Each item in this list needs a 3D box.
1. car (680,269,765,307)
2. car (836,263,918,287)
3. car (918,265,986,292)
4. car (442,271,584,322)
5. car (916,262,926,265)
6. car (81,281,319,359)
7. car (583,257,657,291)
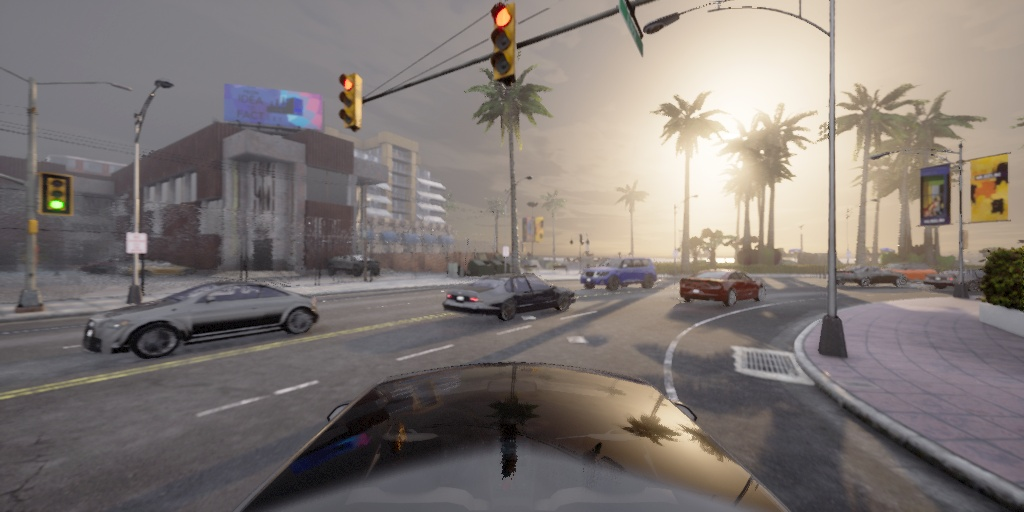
[{"bbox_3d":[9.643,1.331,16.304,5.008,1.535,1.882,0,-1,-36],"label":"car"},{"bbox_3d":[26.005,1.457,26.131,4.902,1.511,2.128,0,0,-7],"label":"car"},{"bbox_3d":[29.869,1.517,23.102,5.357,1.411,2.033,0,0,-2],"label":"car"},{"bbox_3d":[0.148,1.344,12.705,2.033,1.411,5.357,0,0,43],"label":"car"},{"bbox_3d":[32.565,1.362,30.164,4.553,1.767,2.097,0,0,1],"label":"car"},{"bbox_3d":[-6.965,1.312,8.527,1.994,1.385,4.181,0,0,35],"label":"car"},{"bbox_3d":[6.943,1.091,23.122,5.566,2.045,2.150,0,0,-33],"label":"car"}]
